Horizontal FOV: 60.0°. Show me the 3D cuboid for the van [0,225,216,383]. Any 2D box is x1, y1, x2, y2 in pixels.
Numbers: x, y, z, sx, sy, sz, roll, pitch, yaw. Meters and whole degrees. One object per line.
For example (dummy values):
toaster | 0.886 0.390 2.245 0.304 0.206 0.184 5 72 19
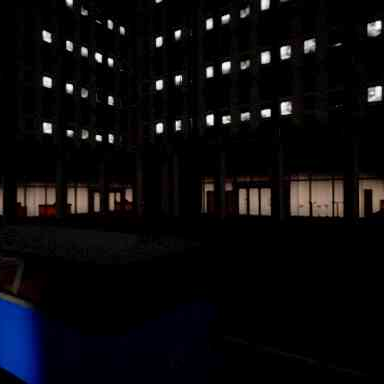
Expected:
van | -1.643 1.375 4.204 3.998 1.788 1.690 -1 0 36
